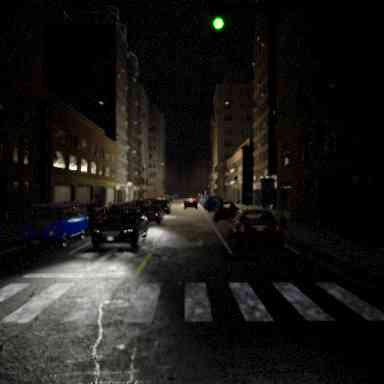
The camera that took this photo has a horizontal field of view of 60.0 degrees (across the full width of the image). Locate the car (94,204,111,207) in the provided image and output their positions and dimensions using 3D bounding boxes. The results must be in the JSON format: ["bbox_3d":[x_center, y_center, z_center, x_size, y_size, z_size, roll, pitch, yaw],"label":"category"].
[{"bbox_3d":[-5.926,1.482,20.366,1.967,1.590,4.097,0,0,0],"label":"car"}]

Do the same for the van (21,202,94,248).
[{"bbox_3d":[-5.906,1.372,14.698,1.690,1.788,3.998,0,0,0],"label":"van"}]

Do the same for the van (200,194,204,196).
[{"bbox_3d":[2.473,1.437,54.417,1.690,1.788,3.998,0,0,0],"label":"van"}]

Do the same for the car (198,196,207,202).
[{"bbox_3d":[2.389,1.694,77.093,1.947,1.339,4.313,0,0,0],"label":"car"}]

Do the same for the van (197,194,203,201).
[{"bbox_3d":[2.326,1.485,94.102,1.690,1.788,3.998,0,0,0],"label":"van"}]

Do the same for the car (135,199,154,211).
[{"bbox_3d":[-6.010,1.607,42.869,1.752,1.417,4.829,0,0,0],"label":"car"}]

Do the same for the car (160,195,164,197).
[{"bbox_3d":[-6.052,1.644,54.375,1.887,1.381,4.507,0,0,0],"label":"car"}]

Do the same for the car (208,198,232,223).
[{"bbox_3d":[2.578,1.489,26.070,1.967,1.590,4.097,0,0,0],"label":"car"}]

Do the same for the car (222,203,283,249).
[{"bbox_3d":[2.620,1.468,14.732,1.967,1.590,4.097,0,0,0],"label":"car"}]

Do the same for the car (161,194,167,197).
[{"bbox_3d":[-6.073,1.633,59.874,1.752,1.417,4.829,0,0,0],"label":"car"}]

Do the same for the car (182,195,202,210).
[{"bbox_3d":[-0.158,1.574,44.698,2.128,1.511,4.902,0,0,0],"label":"car"}]

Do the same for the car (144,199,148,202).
[{"bbox_3d":[-5.990,1.639,37.371,1.947,1.339,4.313,0,0,0],"label":"car"}]

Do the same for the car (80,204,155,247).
[{"bbox_3d":[-3.139,1.522,15.212,2.128,1.511,4.902,0,0,0],"label":"car"}]

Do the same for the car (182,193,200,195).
[{"bbox_3d":[-0.197,1.450,55.089,2.097,1.767,4.553,0,0,0],"label":"car"}]

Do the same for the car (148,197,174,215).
[{"bbox_3d":[-3.212,1.573,35.442,1.837,1.490,4.892,0,0,0],"label":"car"}]

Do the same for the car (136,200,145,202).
[{"bbox_3d":[-5.968,1.645,31.703,1.802,1.307,4.206,0,0,0],"label":"car"}]

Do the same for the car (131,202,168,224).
[{"bbox_3d":[-3.176,1.651,25.291,1.895,1.301,4.718,0,0,0],"label":"car"}]

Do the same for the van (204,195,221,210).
[{"bbox_3d":[2.536,1.410,37.409,1.690,1.788,3.998,0,0,0],"label":"van"}]

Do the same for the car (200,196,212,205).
[{"bbox_3d":[2.452,1.544,60.086,1.967,1.590,4.097,0,0,0],"label":"car"}]

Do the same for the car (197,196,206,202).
[{"bbox_3d":[2.368,1.686,82.762,2.008,1.369,4.403,0,0,0],"label":"car"}]

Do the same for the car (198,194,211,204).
[{"bbox_3d":[2.430,1.427,65.755,2.192,1.841,5.009,0,0,0],"label":"car"}]

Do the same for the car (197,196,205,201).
[{"bbox_3d":[2.347,1.723,88.432,1.802,1.307,4.206,0,0,0],"label":"car"}]

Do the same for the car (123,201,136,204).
[{"bbox_3d":[-5.947,1.618,26.035,1.947,1.339,4.313,0,0,0],"label":"car"}]

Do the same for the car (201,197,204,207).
[{"bbox_3d":[2.514,1.604,43.247,1.752,1.417,4.829,0,0,0],"label":"car"}]

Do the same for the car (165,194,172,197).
[{"bbox_3d":[-6.116,1.438,71.381,2.192,1.841,5.009,0,0,0],"label":"car"}]
